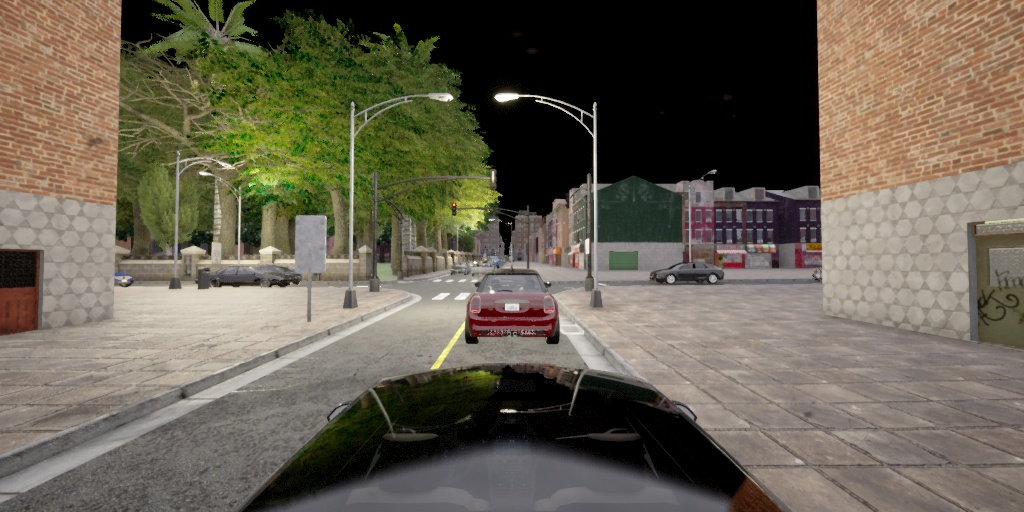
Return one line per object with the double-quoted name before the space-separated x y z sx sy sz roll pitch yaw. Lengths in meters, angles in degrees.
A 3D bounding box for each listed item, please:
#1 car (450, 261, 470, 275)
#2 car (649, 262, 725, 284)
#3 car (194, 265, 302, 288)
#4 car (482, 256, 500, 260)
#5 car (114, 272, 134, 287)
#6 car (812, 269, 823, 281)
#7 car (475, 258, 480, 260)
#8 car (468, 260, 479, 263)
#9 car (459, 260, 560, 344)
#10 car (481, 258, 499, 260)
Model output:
"car" -5.553 1.332 38.509 2.007 1.370 4.403 0 0 0
"car" 12.214 1.191 25.193 4.892 1.490 1.837 -1 -1 0
"car" -16.241 1.288 22.073 5.357 1.411 2.033 0 -1 0
"car" -3.144 1.041 57.843 2.150 2.045 5.566 0 0 0
"car" -26.151 1.260 22.024 4.674 1.442 1.812 0 -1 0
"car" 23.877 1.087 25.277 4.674 1.442 1.812 -1 -1 0
"car" -5.588 1.344 45.645 2.007 1.370 4.403 0 0 0
"car" -2.972 1.380 36.853 1.895 1.301 4.718 0 0 2
"car" 0.023 1.105 9.734 2.097 1.767 4.553 0 0 1
"car" -3.060 1.301 46.929 1.837 1.490 4.892 0 0 -1
